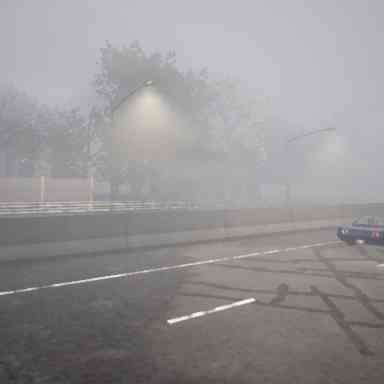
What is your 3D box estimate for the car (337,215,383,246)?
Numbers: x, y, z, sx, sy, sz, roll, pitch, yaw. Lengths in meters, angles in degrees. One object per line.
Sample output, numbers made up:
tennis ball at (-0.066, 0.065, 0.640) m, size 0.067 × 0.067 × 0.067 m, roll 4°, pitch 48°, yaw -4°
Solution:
car at (8.294, 1.616, 14.084) m, size 4.718 × 1.301 × 1.895 m, roll 0°, pitch 0°, yaw -35°
